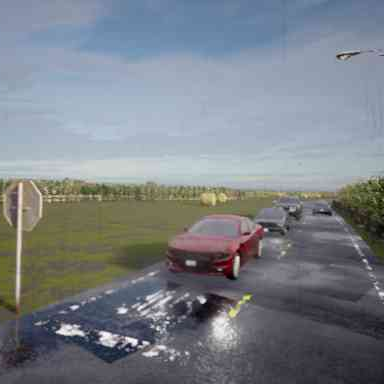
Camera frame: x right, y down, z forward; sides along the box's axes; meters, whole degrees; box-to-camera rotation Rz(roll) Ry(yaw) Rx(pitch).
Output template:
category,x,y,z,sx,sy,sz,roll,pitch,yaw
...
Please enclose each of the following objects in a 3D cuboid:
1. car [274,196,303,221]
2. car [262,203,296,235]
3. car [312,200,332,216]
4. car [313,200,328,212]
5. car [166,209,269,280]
category,x,y,z,sx,sy,sz,roll,pitch,yaw
car,8.618,1.389,29.701,2.150,2.045,5.566,2,0,21
car,4.840,1.632,19.965,2.033,1.411,5.357,2,0,21
car,14.380,1.888,36.822,1.994,1.385,4.181,2,0,21
car,17.937,1.912,46.423,1.837,1.490,4.892,2,0,21
car,0.927,1.472,10.360,1.882,1.535,5.008,2,0,22
